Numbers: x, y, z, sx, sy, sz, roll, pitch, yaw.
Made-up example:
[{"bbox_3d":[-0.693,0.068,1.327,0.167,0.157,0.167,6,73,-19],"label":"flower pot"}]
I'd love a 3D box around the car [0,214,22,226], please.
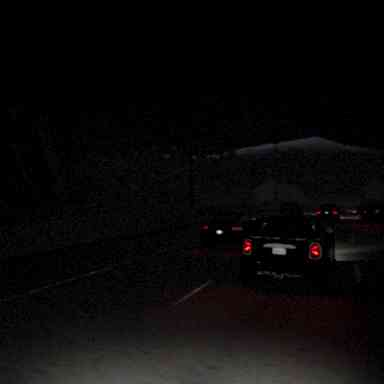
[{"bbox_3d":[-10.173,1.694,15.082,2.128,1.511,4.902,-1,-1,25],"label":"car"}]

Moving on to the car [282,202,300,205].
[{"bbox_3d":[9.907,1.689,33.088,1.882,1.535,5.008,-1,-1,25],"label":"car"}]

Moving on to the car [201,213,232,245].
[{"bbox_3d":[2.008,1.687,15.961,1.994,1.385,4.181,-1,-1,25],"label":"car"}]

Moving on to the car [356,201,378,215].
[{"bbox_3d":[19.846,1.746,37.937,1.994,1.385,4.181,-1,0,25],"label":"car"}]

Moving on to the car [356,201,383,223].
[{"bbox_3d":[14.706,1.475,26.777,2.097,1.767,4.553,-1,-1,25],"label":"car"}]

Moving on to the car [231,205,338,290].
[{"bbox_3d":[2.944,1.415,9.691,2.097,1.767,4.553,-1,-1,25],"label":"car"}]

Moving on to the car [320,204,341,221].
[{"bbox_3d":[11.690,1.708,28.589,2.033,1.411,5.357,-1,-1,25],"label":"car"}]
